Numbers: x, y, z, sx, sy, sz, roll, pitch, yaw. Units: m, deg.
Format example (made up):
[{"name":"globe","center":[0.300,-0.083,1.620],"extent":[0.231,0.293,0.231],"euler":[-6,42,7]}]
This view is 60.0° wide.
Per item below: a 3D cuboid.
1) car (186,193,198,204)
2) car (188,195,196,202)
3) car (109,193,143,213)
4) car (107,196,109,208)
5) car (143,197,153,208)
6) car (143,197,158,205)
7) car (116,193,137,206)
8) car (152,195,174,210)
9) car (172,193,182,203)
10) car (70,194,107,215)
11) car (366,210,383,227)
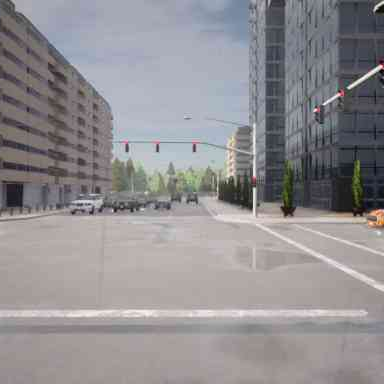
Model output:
[{"name":"car","center":[0.050,1.221,63.804],"extent":[2.150,2.045,5.566],"euler":[0,0,1]},{"name":"car","center":[0.083,1.500,74.517],"extent":[1.837,1.490,4.892],"euler":[0,0,1]},{"name":"car","center":[-7.426,1.221,38.092],"extent":[2.150,2.045,5.566],"euler":[0,0,1]},{"name":"car","center":[-10.876,1.352,44.761],"extent":[2.097,1.767,4.553],"euler":[0,0,1]},{"name":"car","center":[-7.334,1.547,48.336],"extent":[2.033,1.411,5.357],"euler":[0,0,1]},{"name":"car","center":[-7.198,1.564,58.356],"extent":[1.994,1.385,4.181],"euler":[0,0,1]},{"name":"car","center":[-10.747,1.221,54.962],"extent":[2.150,2.045,5.566],"euler":[0,0,1]},{"name":"car","center":[-3.682,1.525,43.257],"extent":[1.812,1.442,4.674],"euler":[0,0,0]},{"name":"car","center":[-3.384,1.221,71.235],"extent":[2.150,2.045,5.566],"euler":[0,0,1]},{"name":"car","center":[-10.935,1.221,34.917],"extent":[2.150,2.045,5.566],"euler":[0,0,-1]},{"name":"car","center":[13.575,1.407,21.083],"extent":[4.553,1.767,2.097],"euler":[0,0,0]}]
